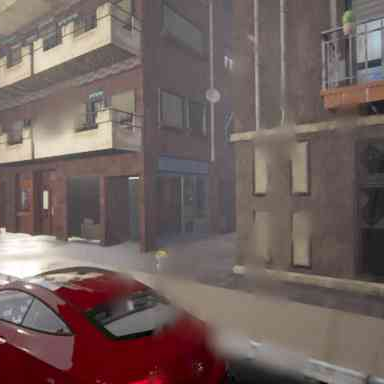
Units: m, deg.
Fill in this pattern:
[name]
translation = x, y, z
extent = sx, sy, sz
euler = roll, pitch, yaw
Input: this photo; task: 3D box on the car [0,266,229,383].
[car]
translation = -1.581, 1.582, 3.979
extent = 4.206, 1.307, 1.802
euler = 0, -1, 36
